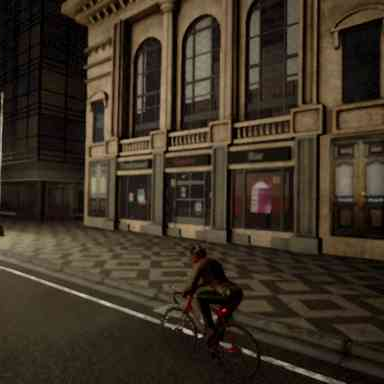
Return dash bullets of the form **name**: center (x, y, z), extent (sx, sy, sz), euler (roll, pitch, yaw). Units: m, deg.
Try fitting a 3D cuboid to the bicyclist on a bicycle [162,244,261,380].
- **bicyclist on a bicycle**: center (0.192, 1.559, 4.521), extent (1.656, 1.620, 0.582), euler (0, -2, 39)
